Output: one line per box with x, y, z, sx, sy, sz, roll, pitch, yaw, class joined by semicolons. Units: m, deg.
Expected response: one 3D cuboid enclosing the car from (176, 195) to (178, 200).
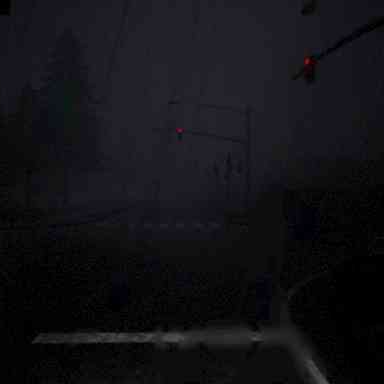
-2.219;0.963;71.755;1.812;1.442;4.674;0;0;-13;car

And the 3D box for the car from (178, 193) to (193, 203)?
-0.923;1.206;61.573;2.033;1.411;5.357;0;0;-7;car

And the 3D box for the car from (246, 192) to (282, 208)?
8.444;0.946;39.464;3.866;1.878;1.905;0;0;-1;car

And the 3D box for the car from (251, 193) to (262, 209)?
8.858;0.957;36.954;4.605;1.855;1.932;0;0;-1;car
